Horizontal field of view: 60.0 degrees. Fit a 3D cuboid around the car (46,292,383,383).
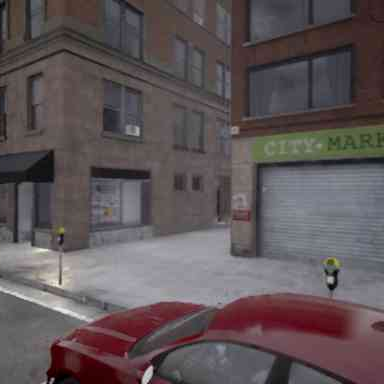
[{"bbox_3d":[0.654,1.537,2.613,4.507,1.381,1.887,0,0,35],"label":"car"}]
